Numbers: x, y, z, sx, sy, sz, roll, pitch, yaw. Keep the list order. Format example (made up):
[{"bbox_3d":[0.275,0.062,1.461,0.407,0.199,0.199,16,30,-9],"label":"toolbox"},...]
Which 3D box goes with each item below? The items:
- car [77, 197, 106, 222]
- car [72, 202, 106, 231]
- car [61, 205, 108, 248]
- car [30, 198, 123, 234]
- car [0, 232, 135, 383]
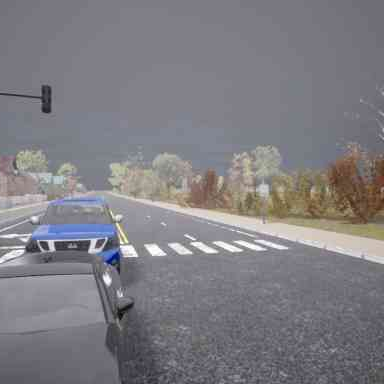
[{"bbox_3d":[-8.219,1.337,27.482,2.097,1.767,4.553,0,0,-16],"label":"car"},{"bbox_3d":[-6.636,1.468,21.755,1.882,1.535,5.008,0,0,-16],"label":"car"},{"bbox_3d":[-5.045,1.498,16.016,1.837,1.490,4.892,0,0,-15],"label":"car"},{"bbox_3d":[-3.364,1.218,9.951,2.150,2.045,5.566,0,0,-15],"label":"car"},{"bbox_3d":[-1.700,1.524,3.868,1.812,1.442,4.674,0,0,-13],"label":"car"}]
